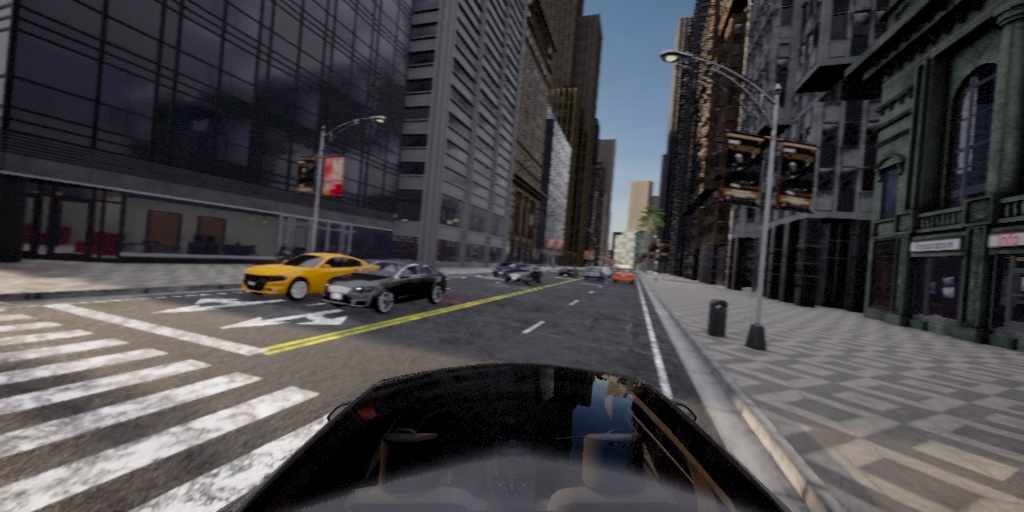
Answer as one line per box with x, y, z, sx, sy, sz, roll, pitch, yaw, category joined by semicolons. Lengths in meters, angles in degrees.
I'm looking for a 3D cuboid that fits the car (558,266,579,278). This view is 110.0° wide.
7.148;1.937;44.605;2.033;1.411;5.357;5;0;19;car

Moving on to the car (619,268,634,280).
17.454;2.701;54.615;1.882;1.535;5.008;5;0;19;car

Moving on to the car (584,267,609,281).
9.717;2.115;42.013;2.033;1.411;5.357;5;0;21;car

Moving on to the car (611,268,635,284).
12.896;2.190;41.153;2.097;1.767;4.553;5;0;19;car

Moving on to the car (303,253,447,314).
-3.971;0.897;12.065;2.128;1.511;4.902;5;0;19;car

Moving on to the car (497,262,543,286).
0.958;1.314;26.607;2.128;1.511;4.902;5;0;19;car

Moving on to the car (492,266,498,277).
-0.226;1.245;33.195;1.812;1.442;4.674;5;0;19;car

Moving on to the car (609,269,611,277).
14.209;2.471;55.155;1.812;1.442;4.674;5;0;19;car

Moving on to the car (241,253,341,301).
-7.021;0.621;13.153;1.882;1.535;5.008;5;0;19;car
